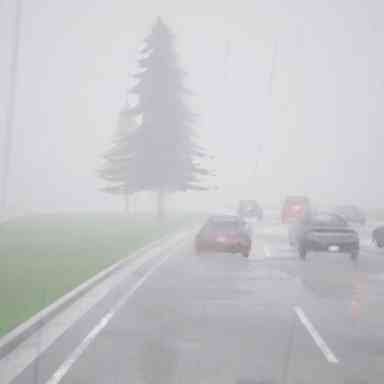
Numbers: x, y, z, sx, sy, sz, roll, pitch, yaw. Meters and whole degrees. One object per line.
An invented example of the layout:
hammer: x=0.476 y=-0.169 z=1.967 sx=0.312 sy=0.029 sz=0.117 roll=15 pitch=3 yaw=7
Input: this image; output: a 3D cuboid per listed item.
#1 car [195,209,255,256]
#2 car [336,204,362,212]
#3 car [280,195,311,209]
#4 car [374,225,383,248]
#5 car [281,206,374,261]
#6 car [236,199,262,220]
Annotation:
car: x=1.369 y=1.589 z=13.304 sx=1.994 sy=1.385 sz=4.181 roll=0 pitch=0 yaw=11
car: x=11.238 y=1.605 z=24.278 sx=2.033 sy=1.411 sz=5.357 roll=0 pitch=0 yaw=16
car: x=8.182 y=1.279 z=26.340 sx=2.150 sy=2.045 sz=5.566 roll=0 pitch=0 yaw=15
car: x=8.286 y=1.597 z=12.271 sx=1.994 sy=1.385 sz=4.181 roll=0 pitch=0 yaw=11
car: x=4.778 y=1.520 z=12.563 sx=2.128 sy=1.511 sz=4.902 roll=0 pitch=0 yaw=11
car: x=4.918 y=1.406 z=28.513 sx=2.097 sy=1.767 sz=4.553 roll=0 pitch=0 yaw=11
